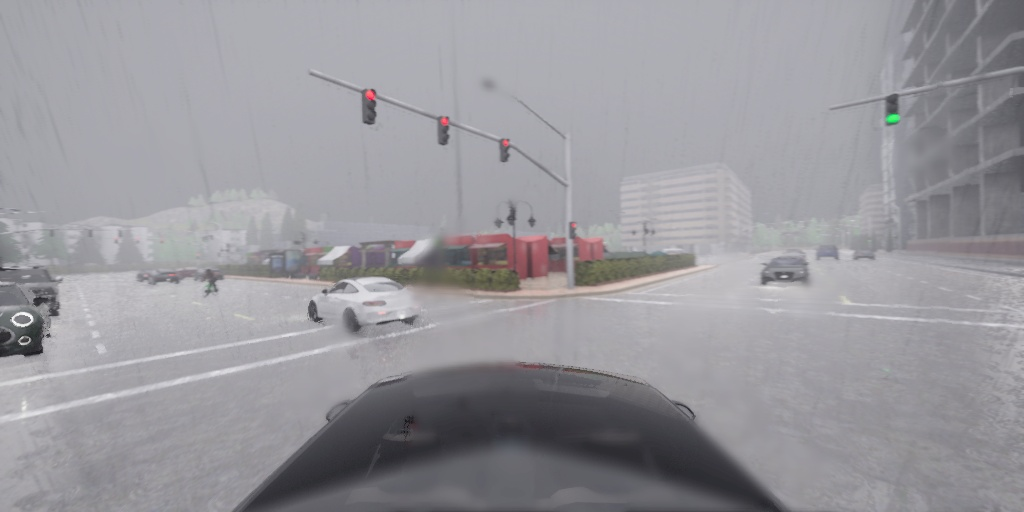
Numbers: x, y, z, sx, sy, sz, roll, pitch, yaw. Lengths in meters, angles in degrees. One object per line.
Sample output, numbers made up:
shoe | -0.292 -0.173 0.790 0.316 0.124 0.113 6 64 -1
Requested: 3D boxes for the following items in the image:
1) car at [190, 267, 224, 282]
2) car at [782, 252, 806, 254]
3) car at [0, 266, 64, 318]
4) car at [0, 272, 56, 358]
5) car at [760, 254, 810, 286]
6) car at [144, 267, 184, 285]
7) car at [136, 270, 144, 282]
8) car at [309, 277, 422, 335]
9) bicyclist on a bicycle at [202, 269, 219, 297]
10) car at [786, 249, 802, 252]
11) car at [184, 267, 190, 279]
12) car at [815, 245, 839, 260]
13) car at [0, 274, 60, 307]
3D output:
car | -32.417 1.930 38.344 4.892 1.490 1.837 -1 0 39
car | 20.116 0.633 26.036 1.895 1.301 4.718 -1 0 39
car | -19.971 1.447 14.434 5.566 2.045 2.150 -1 0 39
car | -12.467 1.411 8.306 4.553 1.767 2.097 -1 0 40
car | 14.569 0.783 19.122 1.994 1.385 4.181 -1 0 39
car | -33.838 1.988 34.859 4.892 1.490 1.837 -1 0 39
car | -41.268 2.196 40.899 5.357 1.411 2.033 -1 0 39
car | -4.549 1.360 10.917 4.674 1.442 1.812 -1 0 43
bicyclist on a bicycle | -17.752 1.582 21.109 0.582 1.620 1.656 -2 1 -13
car | 26.476 0.344 33.895 1.812 1.442 4.674 -1 0 39
car | -39.666 2.065 44.105 5.008 1.535 1.882 -1 0 39
car | 42.757 -0.479 48.616 2.150 2.045 5.566 -1 0 39
car | -27.633 1.901 20.676 4.892 1.490 1.837 -1 0 39
